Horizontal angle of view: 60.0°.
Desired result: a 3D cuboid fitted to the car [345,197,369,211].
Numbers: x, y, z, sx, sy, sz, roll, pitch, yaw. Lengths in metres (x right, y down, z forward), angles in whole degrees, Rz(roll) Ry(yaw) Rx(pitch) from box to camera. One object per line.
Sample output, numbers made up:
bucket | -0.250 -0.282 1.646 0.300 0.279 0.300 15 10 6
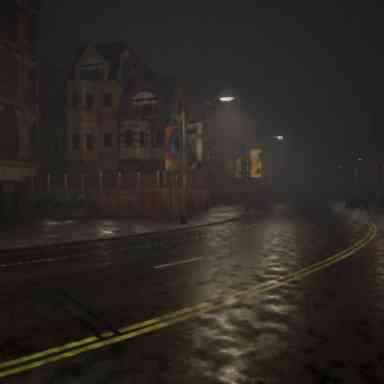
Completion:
car | 19.031 1.358 38.463 1.837 1.490 4.892 0 0 16
